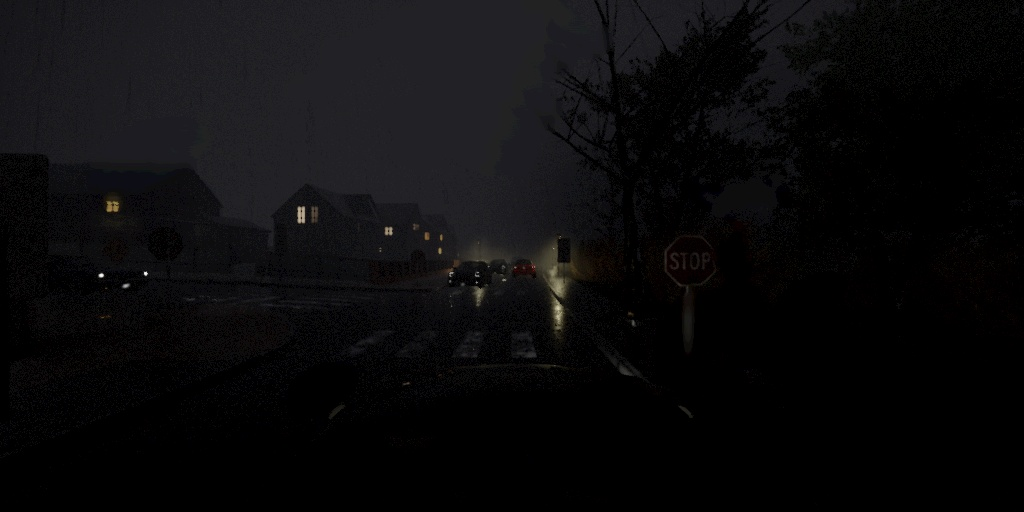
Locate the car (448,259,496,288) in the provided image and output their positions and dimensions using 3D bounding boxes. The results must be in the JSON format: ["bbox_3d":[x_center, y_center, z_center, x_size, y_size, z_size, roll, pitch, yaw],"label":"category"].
[{"bbox_3d":[-2.617,1.093,23.301,2.097,1.767,4.553,0,0,7],"label":"car"}]

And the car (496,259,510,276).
[{"bbox_3d":[-1.494,1.126,37.654,2.097,1.767,4.553,0,0,4],"label":"car"}]

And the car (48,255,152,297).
[{"bbox_3d":[-15.829,0.635,12.672,4.718,1.301,1.895,3,0,0],"label":"car"}]

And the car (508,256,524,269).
[{"bbox_3d":[0.763,1.127,60.639,2.150,2.045,5.566,0,-1,7],"label":"car"}]

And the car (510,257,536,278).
[{"bbox_3d":[1.250,1.115,34.661,2.097,1.767,4.553,0,0,4],"label":"car"}]

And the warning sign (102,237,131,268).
[{"bbox_3d":[-19.873,-0.013,18.040,1.060,1.860,1.300,0,0,0],"label":"warning sign"}]
